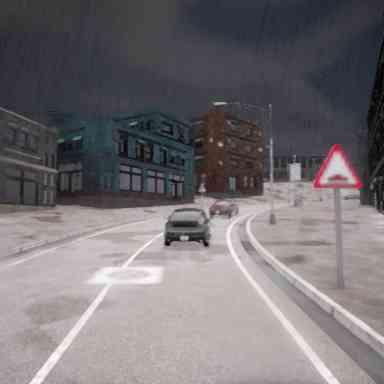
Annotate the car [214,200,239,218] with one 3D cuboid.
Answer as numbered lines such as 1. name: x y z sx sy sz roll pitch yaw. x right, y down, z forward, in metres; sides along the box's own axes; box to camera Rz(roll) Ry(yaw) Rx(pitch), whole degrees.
1. car: 2.840 1.424 29.294 1.812 1.442 4.674 -2 0 19

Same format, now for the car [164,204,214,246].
1. car: -0.100 1.485 15.026 1.837 1.490 4.892 0 0 4

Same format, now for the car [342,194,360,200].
1. car: 32.040 1.069 66.465 4.181 1.385 1.994 -1 -3 -27
